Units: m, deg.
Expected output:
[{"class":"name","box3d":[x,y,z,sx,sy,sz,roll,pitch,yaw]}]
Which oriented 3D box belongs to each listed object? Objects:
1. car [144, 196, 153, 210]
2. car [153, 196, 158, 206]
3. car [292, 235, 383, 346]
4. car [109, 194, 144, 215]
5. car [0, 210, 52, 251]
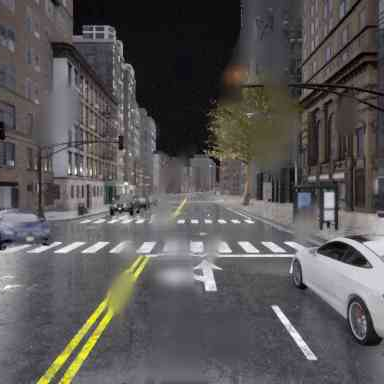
[{"class":"car","box3d":[-6.638,1.436,43.433,1.882,1.535,5.008,0,0,0]},{"class":"car","box3d":[-6.639,1.420,53.751,2.128,1.511,4.902,0,0,0]},{"class":"car","box3d":[3.344,1.524,6.212,1.812,1.442,4.674,0,0,0]},{"class":"car","box3d":[-6.601,1.197,33.322,2.150,2.045,5.566,0,0,1]},{"class":"car","box3d":[-7.548,1.519,14.415,1.812,1.442,4.674,2,-1,-38]}]
